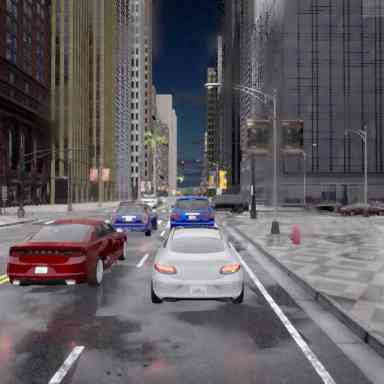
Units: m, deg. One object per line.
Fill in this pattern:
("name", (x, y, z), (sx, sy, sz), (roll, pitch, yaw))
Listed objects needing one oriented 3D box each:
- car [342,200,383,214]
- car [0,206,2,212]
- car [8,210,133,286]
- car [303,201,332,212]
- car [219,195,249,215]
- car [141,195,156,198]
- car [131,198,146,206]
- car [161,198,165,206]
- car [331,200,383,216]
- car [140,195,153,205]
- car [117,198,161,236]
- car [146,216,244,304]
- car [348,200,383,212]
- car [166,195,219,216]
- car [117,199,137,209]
("car", (18.800, 1.614, 35.971), (4.181, 1.385, 1.994), (0, -1, -1))
("car", (-22.958, 1.567, 35.418), (4.553, 1.767, 2.097), (0, -1, 0))
("car", (-3.144, 1.489, 9.432), (1.882, 1.535, 5.008), (0, 0, 0))
("car", (15.216, 1.662, 38.674), (4.313, 1.339, 1.947), (0, 0, -1))
("car", (3.153, 1.320, 34.968), (5.566, 2.045, 2.150), (0, -1, -11))
("car", (-6.557, 1.452, 50.959), (2.150, 2.045, 5.566), (0, 0, 0))
("car", (-9.769, 1.827, 60.827), (1.812, 1.442, 4.674), (0, 0, 1))
("car", (-6.520, 1.805, 60.671), (1.837, 1.490, 4.892), (0, 0, 1))
("car", (15.339, 1.577, 30.151), (4.206, 1.307, 1.802), (0, 0, -1))
("car", (-9.691, 1.609, 71.401), (2.150, 2.045, 5.566), (0, 0, 0))
("car", (-3.135, 1.391, 18.659), (2.097, 1.767, 4.553), (0, 0, 0))
("car", (0.105, 1.534, 8.060), (1.812, 1.442, 4.674), (0, 0, 0))
("car", (20.856, 1.643, 38.757), (4.313, 1.339, 1.947), (0, 0, -1))
("car", (0.041, 1.257, 17.762), (2.150, 2.045, 5.566), (0, 0, 1))
("car", (-9.806, 1.778, 50.918), (2.033, 1.411, 5.357), (0, 0, 0))
